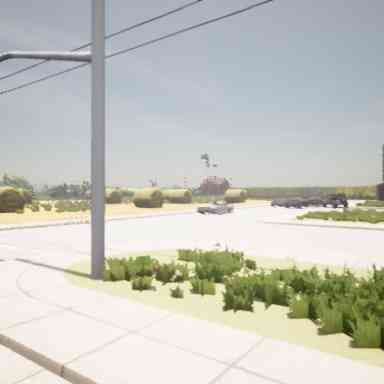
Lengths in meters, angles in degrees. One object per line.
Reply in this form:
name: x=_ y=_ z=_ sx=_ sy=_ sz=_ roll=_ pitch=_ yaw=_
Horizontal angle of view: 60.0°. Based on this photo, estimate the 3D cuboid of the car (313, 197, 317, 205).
car: x=18.770 y=1.471 z=50.835 sx=1.837 sy=1.490 sz=4.892 roll=0 pitch=0 yaw=34

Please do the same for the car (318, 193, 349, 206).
car: x=18.452 y=1.113 z=43.015 sx=1.905 sy=1.878 sz=3.866 roll=-6 pitch=-1 yaw=-8

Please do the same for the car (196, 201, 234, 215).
car: x=2.373 y=1.565 z=33.294 sx=1.895 sy=1.301 sz=4.718 roll=0 pitch=0 yaw=34

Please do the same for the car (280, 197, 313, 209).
car: x=13.656 y=1.407 z=43.310 sx=2.128 sy=1.511 sz=4.902 roll=-1 pitch=-1 yaw=35

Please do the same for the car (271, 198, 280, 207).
car: x=13.054 y=1.565 z=48.696 sx=1.994 sy=1.385 sz=4.181 roll=0 pitch=0 yaw=34
